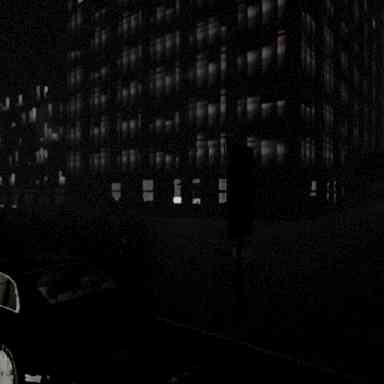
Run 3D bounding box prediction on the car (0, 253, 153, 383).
[{"bbox_3d":[-2.523,1.618,5.019,4.403,1.369,2.008,-1,0,38],"label":"car"}]
